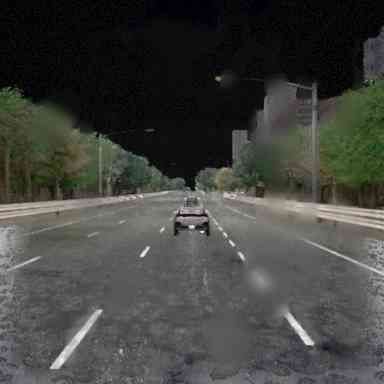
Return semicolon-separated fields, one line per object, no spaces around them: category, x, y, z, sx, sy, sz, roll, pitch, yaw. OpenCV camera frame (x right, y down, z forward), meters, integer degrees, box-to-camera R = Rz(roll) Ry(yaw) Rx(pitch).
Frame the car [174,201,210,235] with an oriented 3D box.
car;-0.006;1.487;18.634;2.128;1.511;4.902;0;0;0

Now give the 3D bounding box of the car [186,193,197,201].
car;-0.009;1.381;57.770;1.837;1.490;4.892;0;0;0
